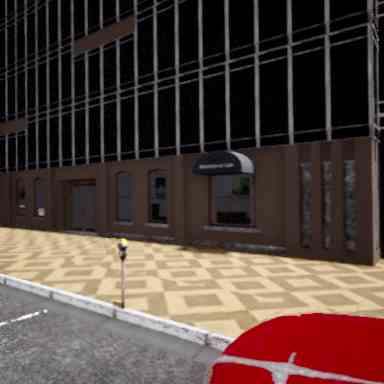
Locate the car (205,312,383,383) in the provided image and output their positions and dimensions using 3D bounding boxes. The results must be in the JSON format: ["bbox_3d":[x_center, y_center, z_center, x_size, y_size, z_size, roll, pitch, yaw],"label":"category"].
[{"bbox_3d":[2.283,1.303,1.253,5.009,1.841,2.192,-1,-1,35],"label":"car"}]
